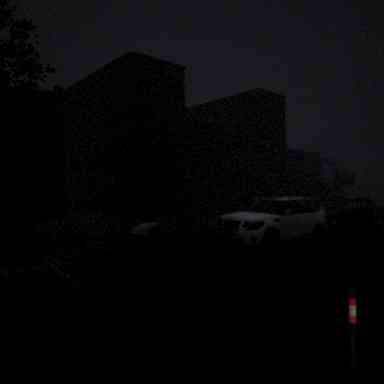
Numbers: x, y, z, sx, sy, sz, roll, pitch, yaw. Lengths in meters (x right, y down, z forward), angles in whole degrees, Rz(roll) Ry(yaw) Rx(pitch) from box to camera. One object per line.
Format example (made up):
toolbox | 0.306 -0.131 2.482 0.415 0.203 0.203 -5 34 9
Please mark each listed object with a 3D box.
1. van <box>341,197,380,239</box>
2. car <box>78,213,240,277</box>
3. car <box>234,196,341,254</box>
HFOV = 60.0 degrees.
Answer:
van | 7.651 1.216 17.002 4.442 1.987 1.878 2 0 -42
car | -1.006 1.480 10.114 4.674 1.452 2.002 1 0 -37
car | 3.407 1.190 13.500 5.566 2.045 2.435 2 0 -41
